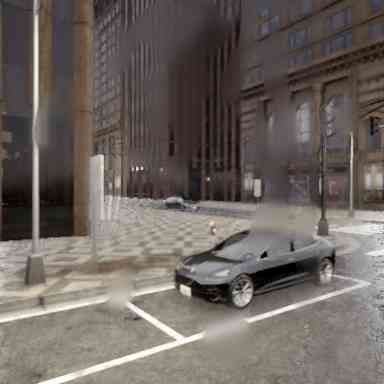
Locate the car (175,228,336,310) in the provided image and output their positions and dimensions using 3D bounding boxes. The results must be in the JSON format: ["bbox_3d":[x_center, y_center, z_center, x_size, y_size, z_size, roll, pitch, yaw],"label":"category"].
[{"bbox_3d":[1.649,1.564,7.819,4.313,1.339,1.947,0,0,-35],"label":"car"}]

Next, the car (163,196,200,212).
[{"bbox_3d":[-1.141,1.124,32.195,1.812,1.442,4.674,0,1,-36],"label":"car"}]

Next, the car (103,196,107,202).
[{"bbox_3d":[-14.764,0.846,51.262,1.895,1.301,4.718,0,1,-35],"label":"car"}]
